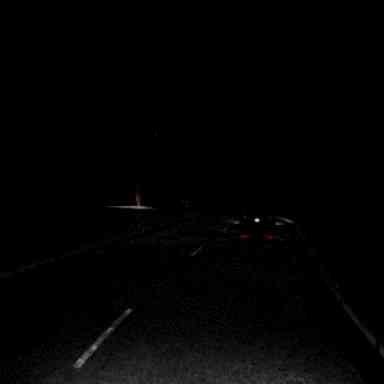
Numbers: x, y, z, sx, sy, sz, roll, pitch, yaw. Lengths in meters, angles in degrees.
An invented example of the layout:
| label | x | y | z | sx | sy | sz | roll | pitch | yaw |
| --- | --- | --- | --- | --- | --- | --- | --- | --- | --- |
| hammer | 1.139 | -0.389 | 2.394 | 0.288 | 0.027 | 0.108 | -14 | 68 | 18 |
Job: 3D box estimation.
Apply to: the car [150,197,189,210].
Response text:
| label | x | y | z | sx | sy | sz | roll | pitch | yaw |
| --- | --- | --- | --- | --- | --- | --- | --- | --- | --- |
| car | -2.634 | 1.312 | 38.505 | 4.902 | 1.511 | 2.128 | 0 | 0 | 33 |

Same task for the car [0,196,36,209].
| label | x | y | z | sx | sy | sz | roll | pitch | yaw |
| --- | --- | --- | --- | --- | --- | --- | --- | --- | --- |
| car | -18.496 | 1.170 | 36.480 | 4.892 | 1.490 | 1.837 | 0 | 0 | -22 |

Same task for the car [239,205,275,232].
| label | x | y | z | sx | sy | sz | roll | pitch | yaw |
| --- | --- | --- | --- | --- | --- | --- | --- | --- | --- |
| car | 3.864 | 1.471 | 19.701 | 1.994 | 1.385 | 4.181 | 0 | 0 | 12 |
